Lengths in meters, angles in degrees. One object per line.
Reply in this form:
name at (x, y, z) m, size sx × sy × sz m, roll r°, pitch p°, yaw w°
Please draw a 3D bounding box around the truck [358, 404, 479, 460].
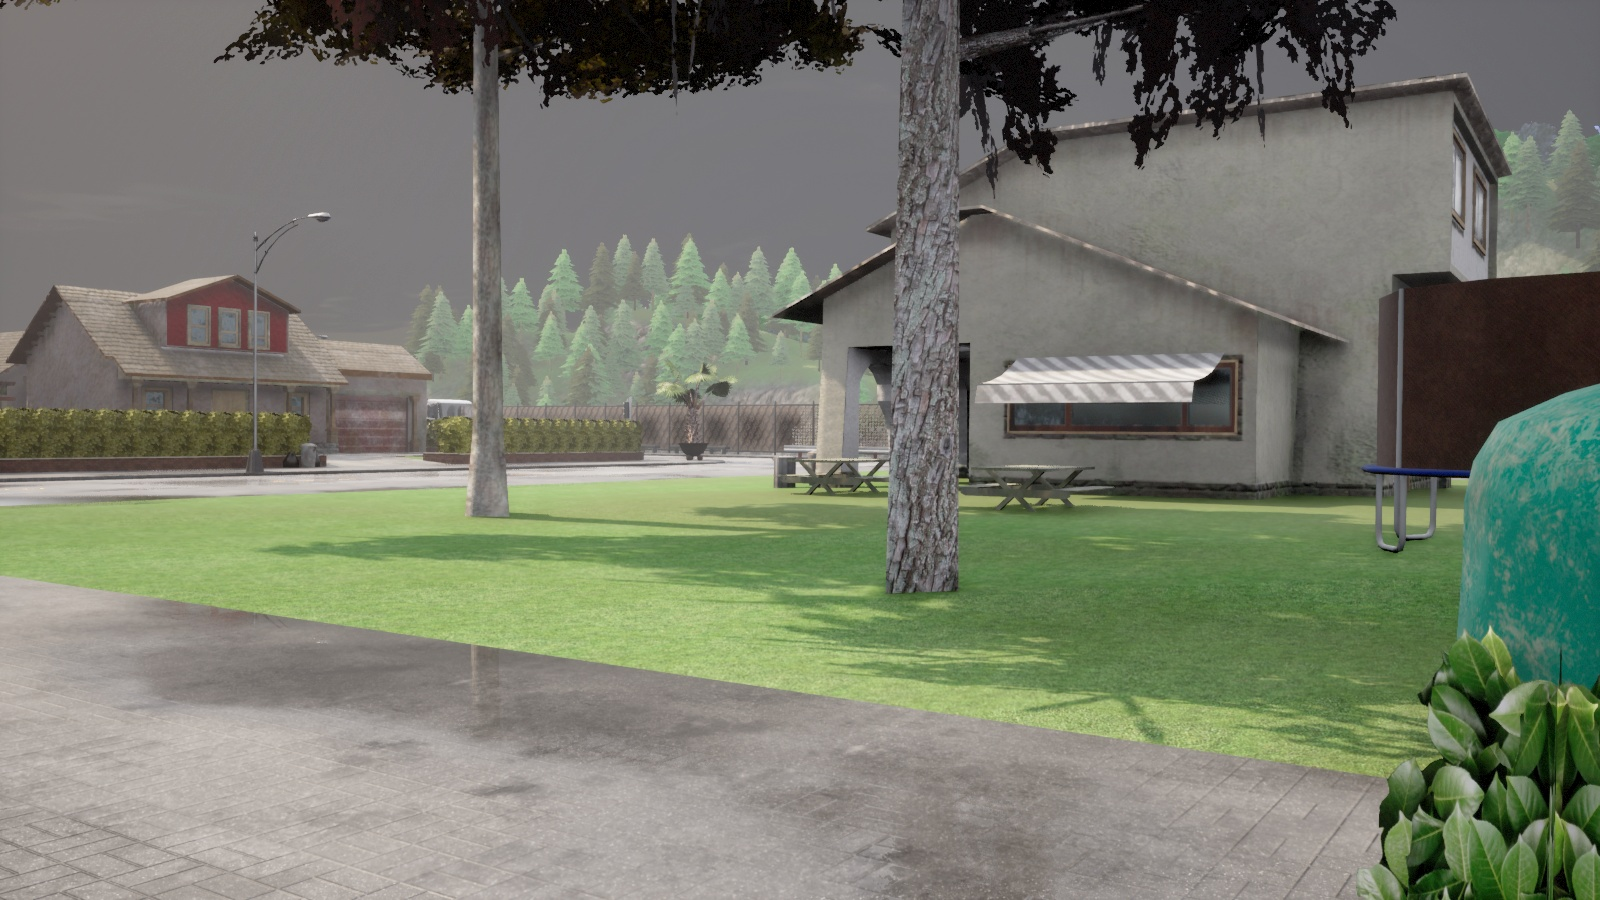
truck at (-24.303, -1.120, 79.790) m, size 7.936 × 3.462 × 2.891 m, roll 0°, pitch 1°, yaw 33°
